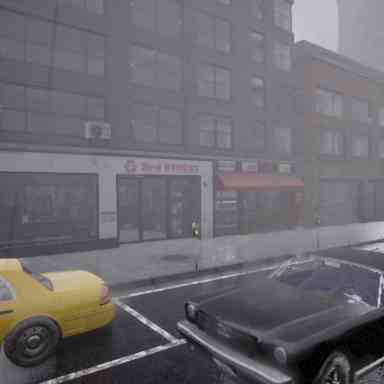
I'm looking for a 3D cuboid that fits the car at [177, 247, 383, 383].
[{"bbox_3d":[2.151,1.600,4.920,4.718,1.301,1.895,0,0,-35],"label":"car"}]

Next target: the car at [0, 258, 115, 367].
[{"bbox_3d":[-3.456,1.525,4.197,4.829,1.417,1.752,0,-1,-35],"label":"car"}]
